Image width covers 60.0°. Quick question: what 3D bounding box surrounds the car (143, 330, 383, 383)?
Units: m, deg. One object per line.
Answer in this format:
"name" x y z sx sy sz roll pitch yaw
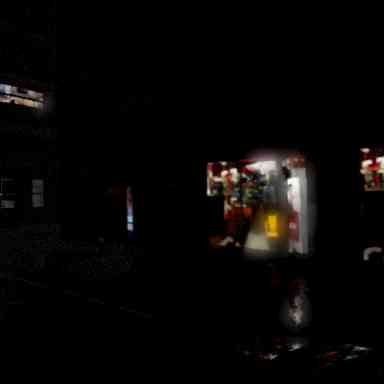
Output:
"car" 1.528 1.548 1.803 4.403 1.369 2.008 -1 -1 36
